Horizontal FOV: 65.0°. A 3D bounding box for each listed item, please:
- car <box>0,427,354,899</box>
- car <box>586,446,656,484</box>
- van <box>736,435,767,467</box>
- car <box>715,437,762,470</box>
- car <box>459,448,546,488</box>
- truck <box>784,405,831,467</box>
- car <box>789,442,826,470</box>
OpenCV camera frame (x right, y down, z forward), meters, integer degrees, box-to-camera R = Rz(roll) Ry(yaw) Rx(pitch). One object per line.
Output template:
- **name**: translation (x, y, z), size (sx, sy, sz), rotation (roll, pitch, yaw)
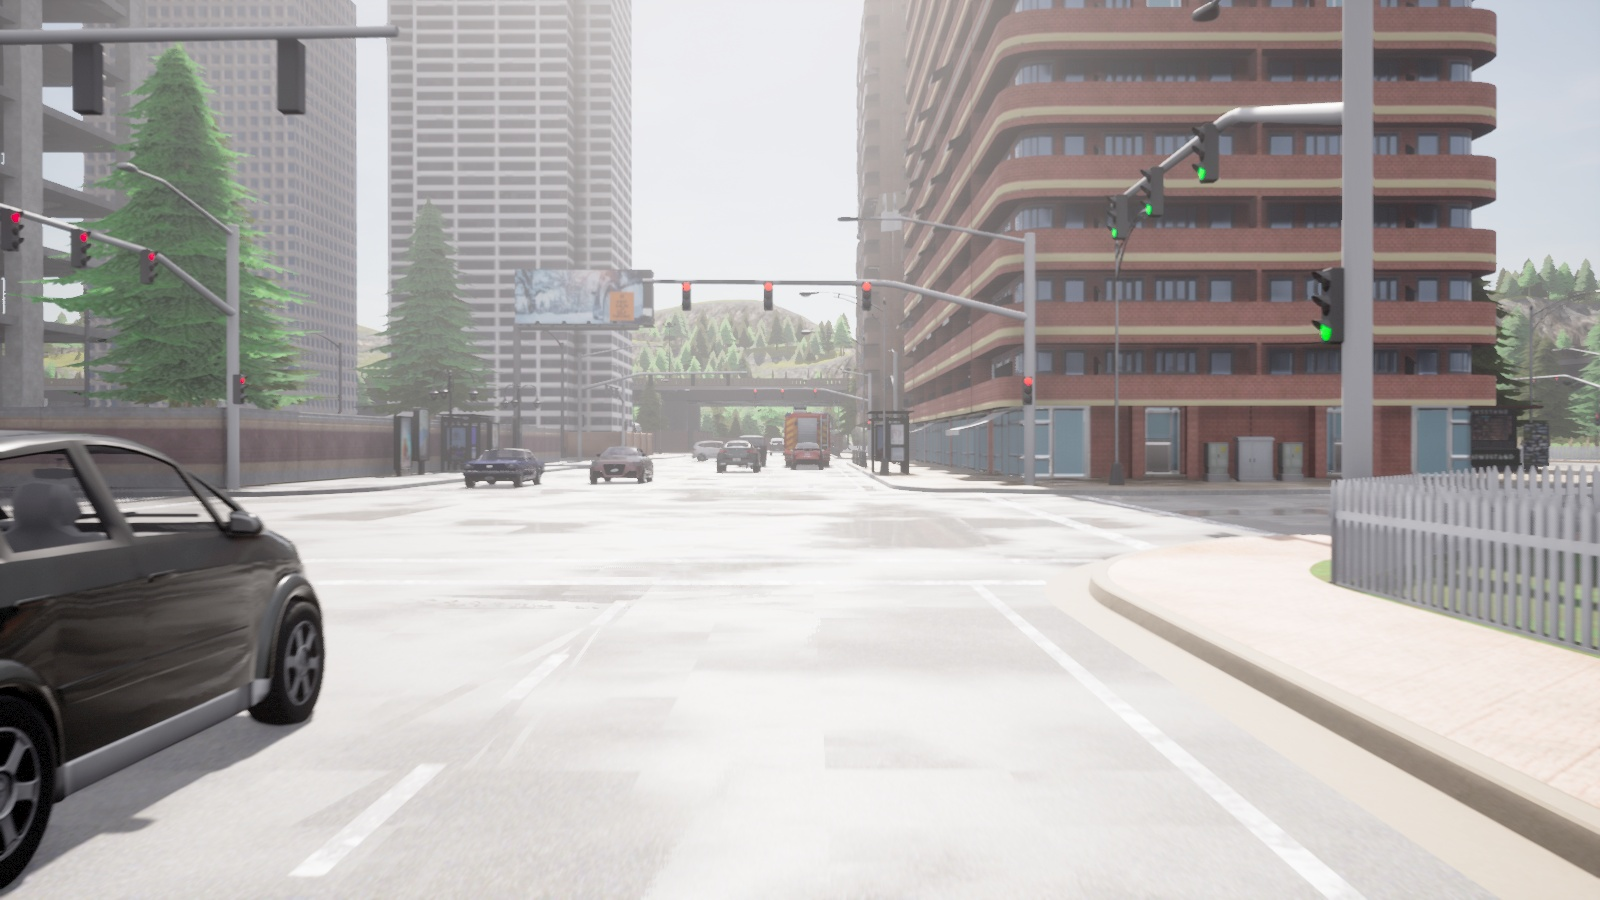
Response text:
- **car**: translation (-3.454, 0.692, 5.333), size (1.789, 1.549, 3.705), rotation (0, 0, 0)
- **car**: translation (-6.712, 0.538, 47.473), size (1.994, 1.385, 4.181), rotation (0, 0, 1)
- **van**: translation (-3.037, 0.046, 79.909), size (1.775, 1.987, 4.442), rotation (0, 0, 0)
- **car**: translation (-3.123, 0.159, 64.530), size (2.152, 1.651, 5.027), rotation (0, 0, 0)
- **car**: translation (-10.241, 0.593, 43.560), size (1.895, 1.301, 4.718), rotation (0, 0, 0)
- **truck**: translation (0.469, -0.874, 80.963), size (2.891, 3.827, 8.468), rotation (0, 0, 0)
- **car**: translation (0.412, 0.294, 70.954), size (2.007, 1.525, 4.514), rotation (0, 0, 0)
